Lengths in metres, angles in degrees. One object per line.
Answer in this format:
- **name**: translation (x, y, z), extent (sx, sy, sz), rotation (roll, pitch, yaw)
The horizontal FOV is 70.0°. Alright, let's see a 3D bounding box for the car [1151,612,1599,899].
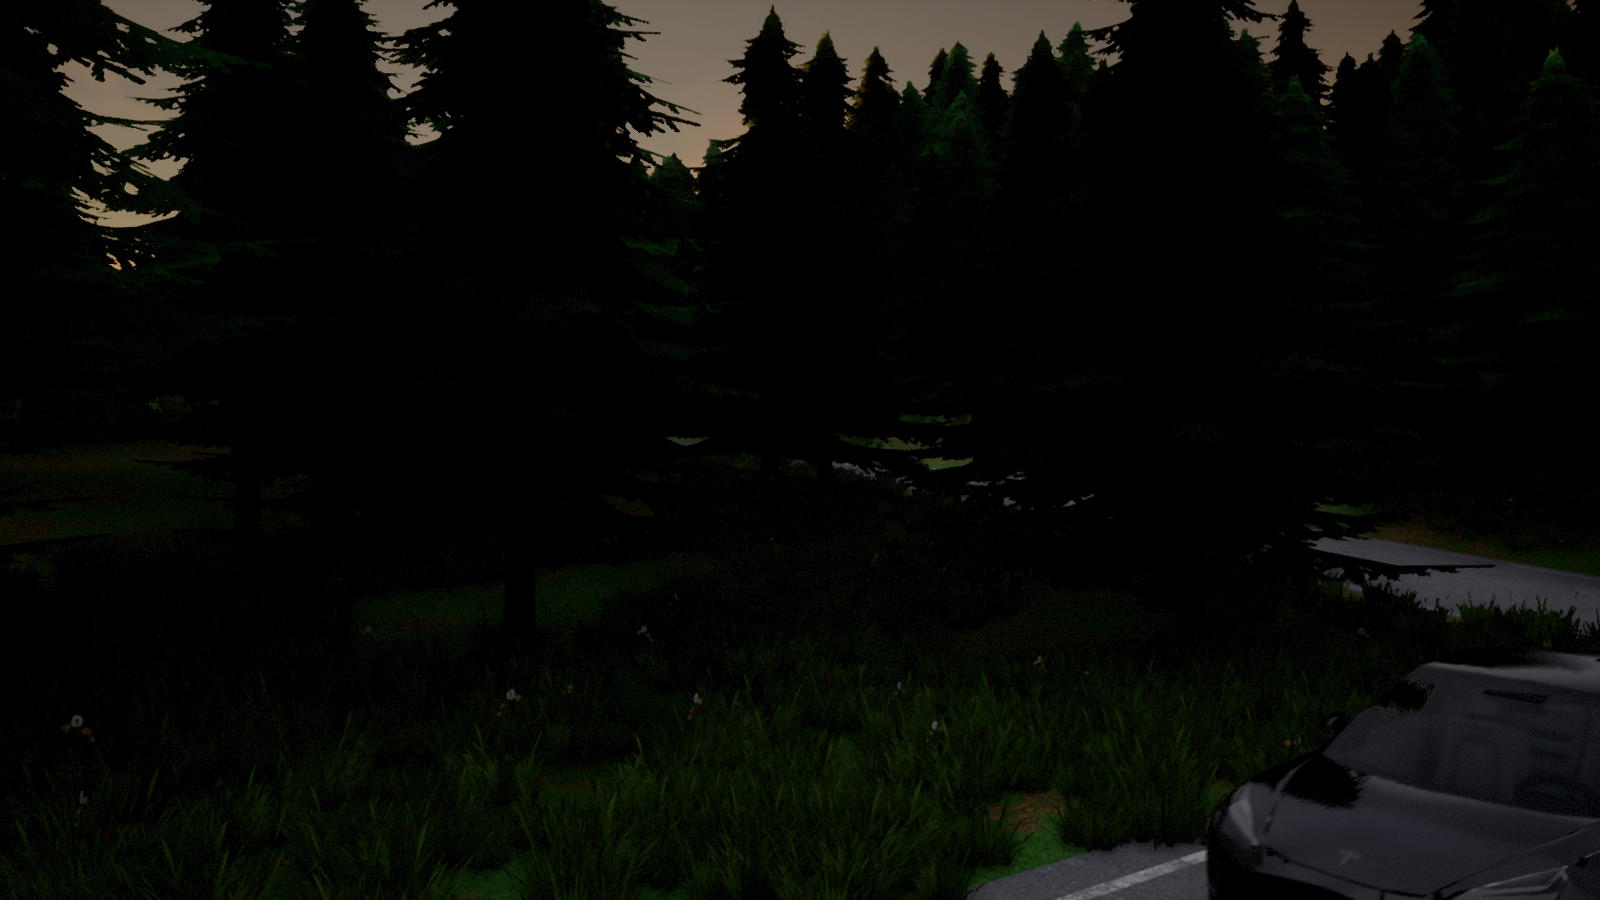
- **car**: translation (4.586, 2.052, 6.955), extent (4.792, 1.488, 2.163), rotation (0, 0, -34)
